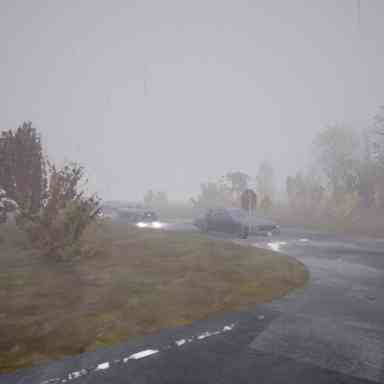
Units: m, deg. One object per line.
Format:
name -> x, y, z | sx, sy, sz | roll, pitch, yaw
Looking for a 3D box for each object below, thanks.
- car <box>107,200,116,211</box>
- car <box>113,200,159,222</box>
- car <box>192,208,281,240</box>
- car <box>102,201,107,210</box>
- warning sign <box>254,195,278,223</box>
car -> -9.451, 1.602, 39.178 | 1.994, 1.385, 4.181 | 0, 0, -36
car -> -4.343, 1.579, 26.564 | 1.994, 1.385, 4.181 | 0, 0, -35
car -> 2.085, 1.553, 17.525 | 2.033, 1.411, 5.357 | 0, 0, -34
car -> -11.435, 1.378, 36.489 | 2.097, 1.767, 4.553 | 0, 0, -35
warning sign -> 5.161, 1.142, 23.170 | 1.300, 1.860, 1.060 | 0, 0, -36
